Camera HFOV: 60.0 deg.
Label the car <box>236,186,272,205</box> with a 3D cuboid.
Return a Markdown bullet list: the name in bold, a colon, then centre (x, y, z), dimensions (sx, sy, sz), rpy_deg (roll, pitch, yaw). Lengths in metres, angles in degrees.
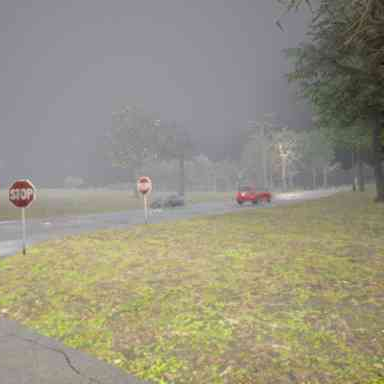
- **car**: centre (6.757, 0.342, 36.030), dimensions (2.150, 2.045, 5.566), rpy_deg (-3, 0, 34)

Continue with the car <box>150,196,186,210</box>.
- **car**: centre (-2.509, 1.096, 34.869), dimensions (1.994, 1.385, 4.181), rpy_deg (-3, 0, 34)
